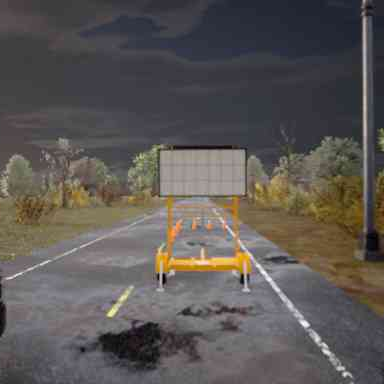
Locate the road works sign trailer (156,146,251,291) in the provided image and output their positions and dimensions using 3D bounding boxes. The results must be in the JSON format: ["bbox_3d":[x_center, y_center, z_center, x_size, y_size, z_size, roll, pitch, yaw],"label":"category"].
[{"bbox_3d":[0.292,0.540,9.180,2.380,3.560,2.880,0,0,2],"label":"road works sign trailer"}]

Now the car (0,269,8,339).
[{"bbox_3d":[-3.406,1.252,1.839,2.150,2.045,5.566,0,-1,2],"label":"car"}]
